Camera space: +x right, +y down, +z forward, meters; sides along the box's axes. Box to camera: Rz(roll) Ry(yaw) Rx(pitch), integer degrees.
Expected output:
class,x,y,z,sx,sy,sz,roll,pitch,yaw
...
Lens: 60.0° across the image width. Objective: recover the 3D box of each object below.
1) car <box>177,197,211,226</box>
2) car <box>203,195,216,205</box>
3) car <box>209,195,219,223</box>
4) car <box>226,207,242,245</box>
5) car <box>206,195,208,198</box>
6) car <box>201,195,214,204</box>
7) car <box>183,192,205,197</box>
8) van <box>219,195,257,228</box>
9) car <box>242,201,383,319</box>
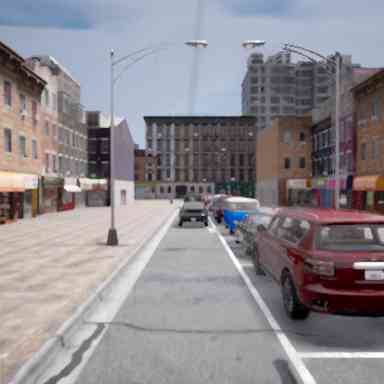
class,x,y,z,sx,sy,sz,roll,pitch,yaw
car,0.092,1.359,22.215,1.837,1.490,4.892,0,1,0
car,2.616,1.187,51.164,1.752,1.417,4.829,0,0,0
car,2.626,1.159,23.615,2.192,1.841,5.009,0,0,0
car,2.630,1.467,12.667,2.008,1.369,4.403,0,0,0
car,2.622,1.296,34.738,1.752,1.417,4.829,0,0,0
car,2.614,1.177,56.470,2.008,1.369,4.403,0,0,0
car,0.087,0.956,40.353,2.150,2.045,5.566,0,1,0
van,2.628,1.221,18.140,1.690,1.788,3.998,0,0,0
car,2.632,1.267,7.190,2.192,1.841,5.009,0,0,0
